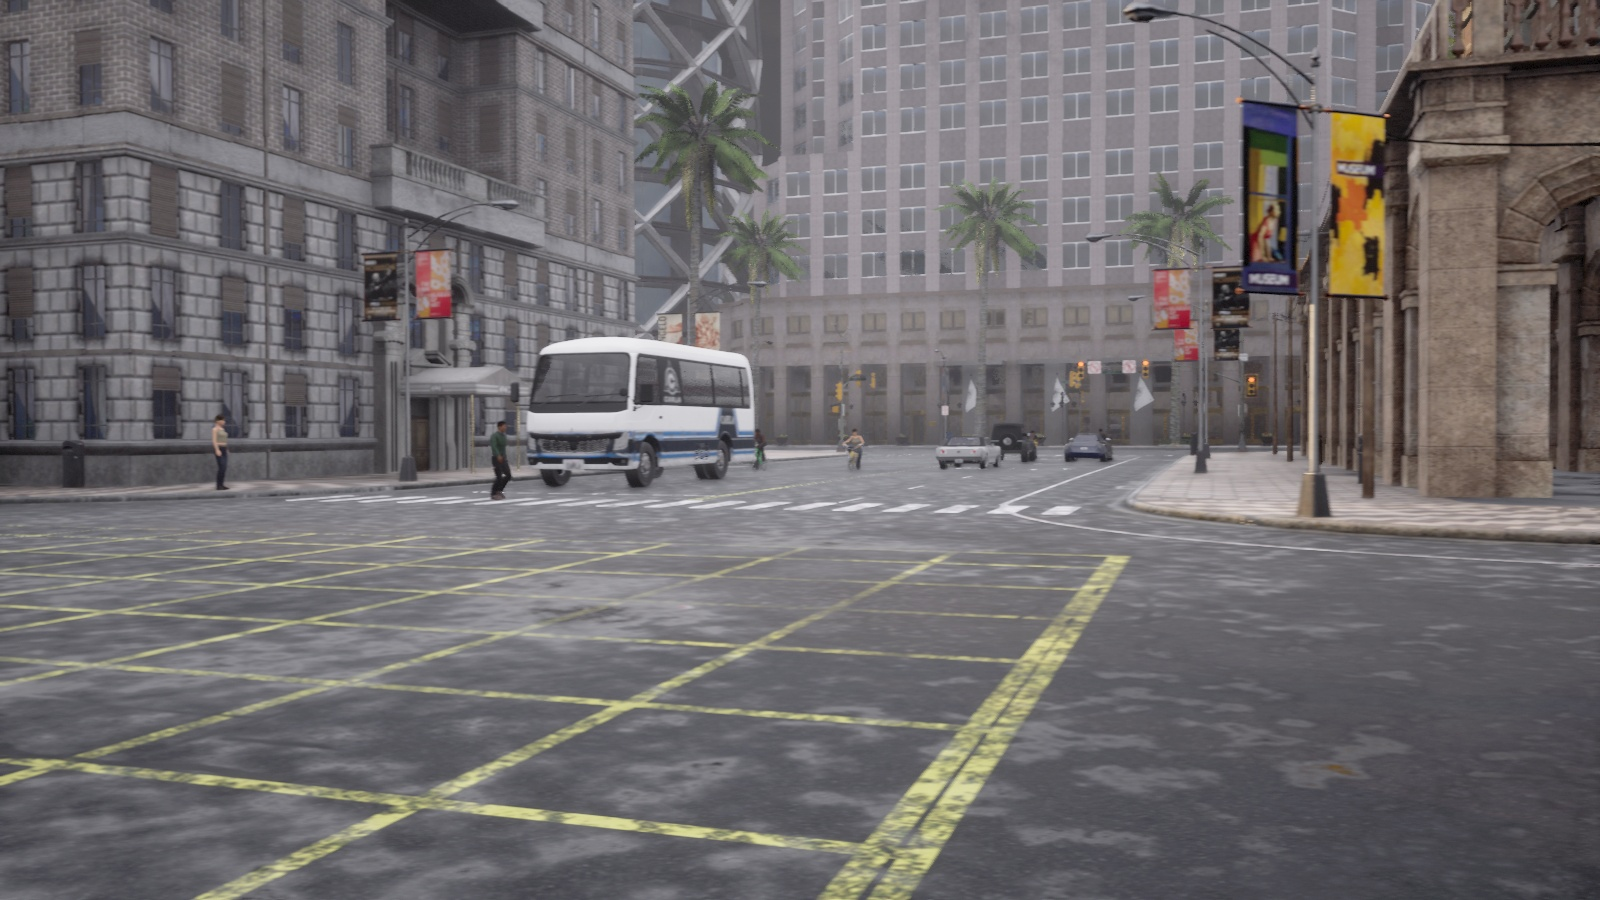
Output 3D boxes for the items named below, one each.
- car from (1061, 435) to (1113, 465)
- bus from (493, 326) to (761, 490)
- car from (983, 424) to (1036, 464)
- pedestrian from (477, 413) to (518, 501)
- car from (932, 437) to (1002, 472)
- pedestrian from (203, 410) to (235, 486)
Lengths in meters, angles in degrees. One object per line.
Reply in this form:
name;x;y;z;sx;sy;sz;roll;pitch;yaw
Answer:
car;13.865;-0.028;60.589;1.994;1.385;4.181;1;1;19
bus;-4.803;-1.179;38.134;3.944;4.253;10.273;1;1;18
car;10.140;-0.308;60.502;1.905;1.878;3.866;1;1;19
pedestrian;-6.798;0.148;28.214;0.788;1.949;0.423;1;1;21
car;6.789;0.140;50.708;1.895;1.301;4.718;1;1;19
pedestrian;-14.113;-0.058;30.504;0.594;1.836;0.345;0;1;5
